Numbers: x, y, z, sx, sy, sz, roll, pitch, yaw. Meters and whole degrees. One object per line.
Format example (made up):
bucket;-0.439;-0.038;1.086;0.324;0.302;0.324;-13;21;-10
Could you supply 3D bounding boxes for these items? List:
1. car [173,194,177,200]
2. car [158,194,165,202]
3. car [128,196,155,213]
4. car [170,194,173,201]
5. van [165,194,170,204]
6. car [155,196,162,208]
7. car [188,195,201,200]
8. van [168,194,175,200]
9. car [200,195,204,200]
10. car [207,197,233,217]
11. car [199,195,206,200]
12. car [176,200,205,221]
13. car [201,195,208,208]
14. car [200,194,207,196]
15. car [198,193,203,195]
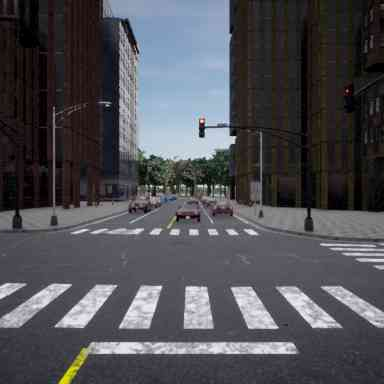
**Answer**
car;-5.736;1.597;86.053;1.947;1.339;4.313;0;0;0
car;-5.746;1.537;53.258;1.752;1.417;4.829;0;0;0
car;-5.752;1.321;37.115;2.192;1.841;5.009;0;0;0
car;-5.741;1.571;69.740;2.008;1.369;4.403;0;0;0
van;-5.743;1.358;64.303;1.690;1.788;3.998;0;0;0
car;-5.748;1.591;47.990;1.802;1.307;4.206;0;0;0
car;0.118;1.614;55.664;1.895;1.301;4.718;0;0;0
van;-5.735;1.376;91.491;1.690;1.788;3.998;0;0;0
car;2.779;1.556;53.425;1.887;1.381;4.507;0;0;0
car;2.772;1.444;31.675;1.967;1.590;4.097;0;0;0
car;2.790;1.561;91.658;1.752;1.417;4.829;0;0;0
car;-0.176;1.604;27.085;1.895;1.301;4.718;0;0;3
car;2.777;1.560;47.987;2.008;1.369;4.403;0;0;0
car;2.781;1.559;58.862;1.887;1.381;4.507;0;0;0
car;2.786;1.549;75.345;1.752;1.417;4.829;0;0;0
